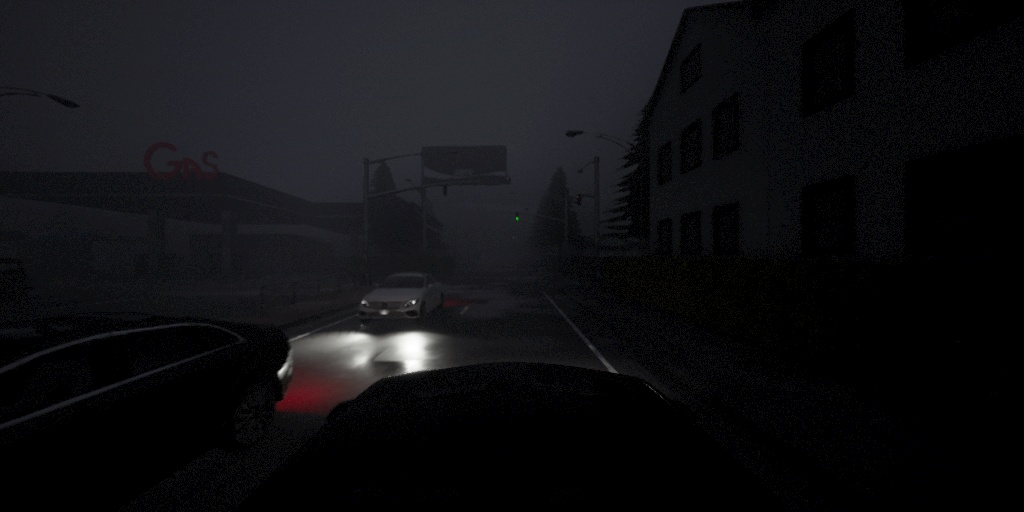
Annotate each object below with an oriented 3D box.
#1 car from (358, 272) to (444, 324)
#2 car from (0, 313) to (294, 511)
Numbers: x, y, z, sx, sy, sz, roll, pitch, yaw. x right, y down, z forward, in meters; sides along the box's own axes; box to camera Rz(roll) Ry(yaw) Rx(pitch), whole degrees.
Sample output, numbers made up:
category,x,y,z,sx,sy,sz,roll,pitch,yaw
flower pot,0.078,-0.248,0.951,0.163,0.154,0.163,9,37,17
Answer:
category,x,y,z,sx,sy,sz,roll,pitch,yaw
car,-3.502,1.278,12.160,1.812,1.442,4.674,0,0,0
car,-3.591,1.243,2.373,2.128,1.511,4.902,0,0,0
